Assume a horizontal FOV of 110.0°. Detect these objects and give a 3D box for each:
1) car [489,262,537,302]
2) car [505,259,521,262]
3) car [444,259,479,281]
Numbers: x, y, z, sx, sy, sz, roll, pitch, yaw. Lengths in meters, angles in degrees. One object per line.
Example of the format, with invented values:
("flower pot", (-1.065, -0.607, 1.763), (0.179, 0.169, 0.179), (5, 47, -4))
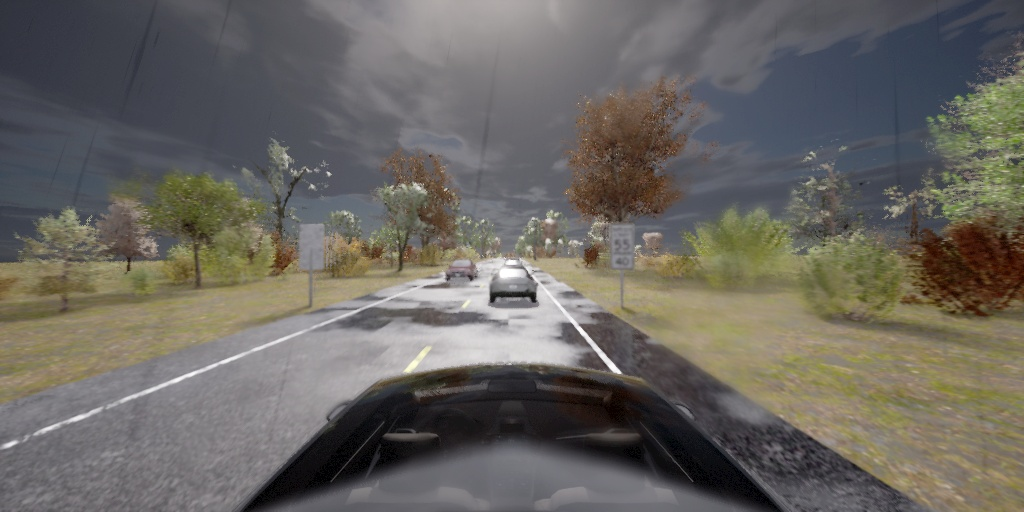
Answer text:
("car", (0.038, 1.127, 15.797), (1.994, 1.385, 4.181), (0, 1, 0))
("car", (0.074, 0.926, 31.151), (2.033, 1.411, 5.357), (0, 1, 0))
("car", (-3.522, 0.967, 25.753), (1.812, 1.442, 4.674), (0, 1, 0))
